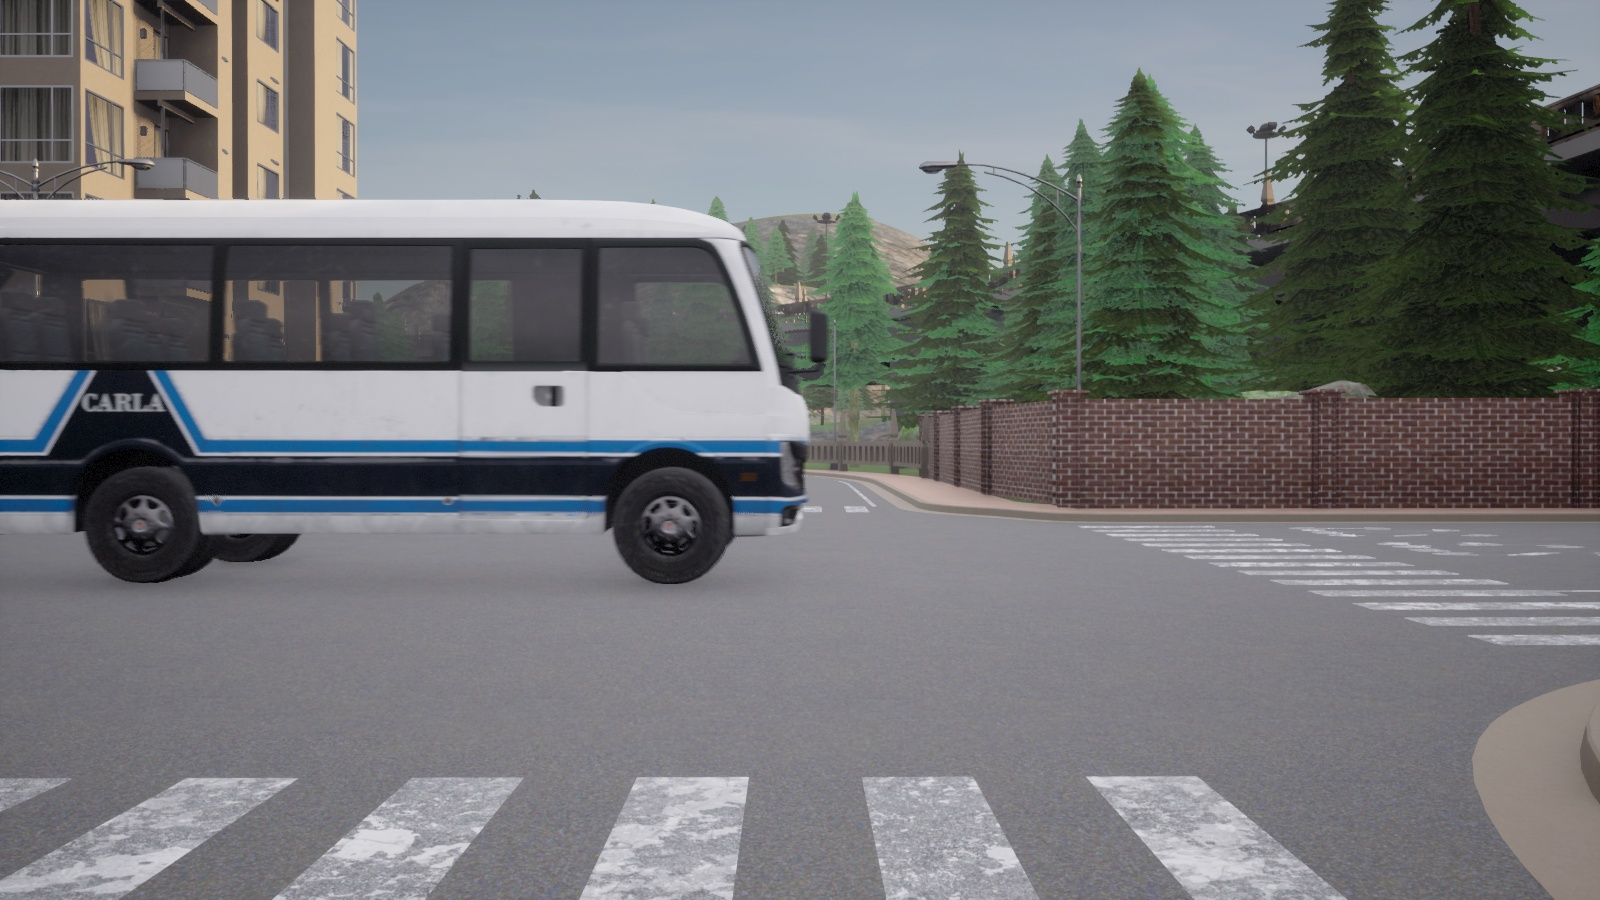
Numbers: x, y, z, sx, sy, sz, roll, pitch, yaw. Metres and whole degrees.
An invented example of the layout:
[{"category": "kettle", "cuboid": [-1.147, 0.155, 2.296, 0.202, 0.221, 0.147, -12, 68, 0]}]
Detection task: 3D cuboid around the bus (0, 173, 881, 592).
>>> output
[{"category": "bus", "cuboid": [-4.314, -0.706, 14.814, 10.273, 4.253, 3.944, 0, 0, 0]}]
